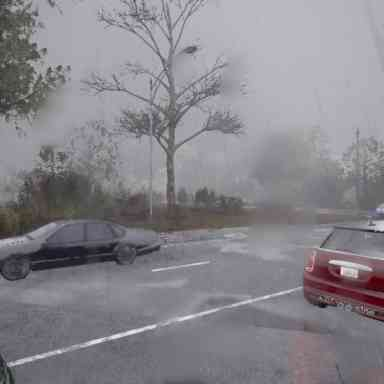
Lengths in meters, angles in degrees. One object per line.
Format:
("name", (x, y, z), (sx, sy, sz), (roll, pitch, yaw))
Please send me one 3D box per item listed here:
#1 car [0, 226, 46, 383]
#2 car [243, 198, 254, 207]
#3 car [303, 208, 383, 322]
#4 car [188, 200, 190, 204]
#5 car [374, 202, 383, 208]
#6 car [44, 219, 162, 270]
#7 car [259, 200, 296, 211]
("car", (-3.697, 1.221, 1.075), (5.566, 2.045, 2.150), (0, 0, -35))
("car", (8.060, 1.602, 53.307), (1.812, 1.442, 4.674), (0, 0, -26))
("car", (4.358, 1.352, 6.724), (4.553, 1.767, 2.097), (0, 0, -34))
("car", (0.140, 1.673, 62.405), (2.128, 1.511, 4.902), (0, -1, -23))
("car", (14.511, 1.478, 24.169), (1.882, 1.535, 5.008), (2, 1, 36))
("car", (-3.566, 1.547, 10.014), (5.357, 1.411, 2.033), (0, 0, -35))
("car", (10.457, 1.615, 40.863), (1.895, 1.301, 4.718), (0, 0, -28))
